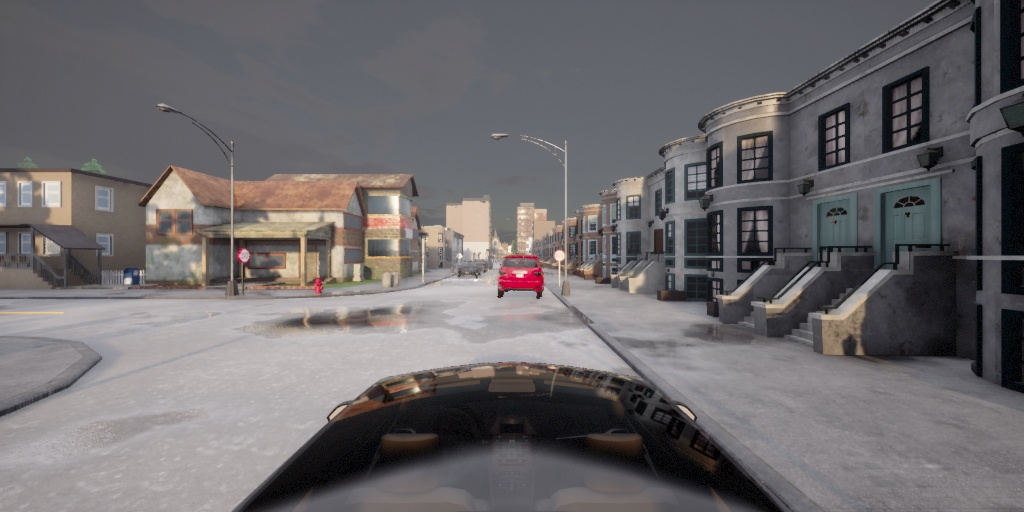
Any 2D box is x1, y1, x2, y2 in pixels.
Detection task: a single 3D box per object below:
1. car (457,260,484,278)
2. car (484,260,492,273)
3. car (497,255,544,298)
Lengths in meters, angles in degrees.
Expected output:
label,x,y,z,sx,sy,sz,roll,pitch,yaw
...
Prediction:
label,x,y,z,sx,sy,sz,roll,pitch,yaw
car,-4.025,1.255,34.189,1.837,1.490,4.892,0,0,0
car,-3.993,1.241,43.563,2.128,1.511,4.902,0,0,0
car,0.477,0.971,18.642,2.150,2.045,5.566,1,0,3
